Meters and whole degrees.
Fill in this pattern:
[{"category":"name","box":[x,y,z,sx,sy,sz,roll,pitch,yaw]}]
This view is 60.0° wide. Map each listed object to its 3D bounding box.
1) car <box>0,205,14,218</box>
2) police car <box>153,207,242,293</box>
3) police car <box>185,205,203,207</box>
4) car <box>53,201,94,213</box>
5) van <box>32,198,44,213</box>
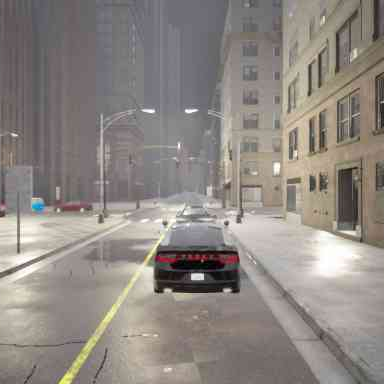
[{"category":"car","box":[-19.599,1.523,30.659,5.009,1.841,2.192,-1,0,0]},{"category":"police car","box":[0.111,1.427,8.977,1.930,1.638,5.238,0,0,0]},{"category":"police car","box":[0.128,1.510,18.581,2.038,1.542,4.974,0,0,0]},{"category":"car","box":[-13.941,1.726,39.160,4.507,1.381,1.887,-1,0,0]},{"category":"van","box":[-19.567,1.591,39.185,3.998,1.788,1.690,-1,0,0]}]
